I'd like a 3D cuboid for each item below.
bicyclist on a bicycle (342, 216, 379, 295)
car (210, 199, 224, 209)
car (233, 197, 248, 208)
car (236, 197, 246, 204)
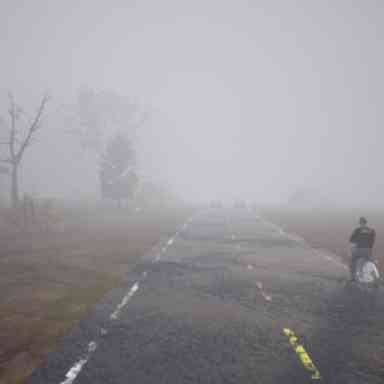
[{"bbox_3d":[4.050,1.455,8.088,0.659,1.776,1.843,1,0,2],"label":"bicyclist on a bicycle"},{"bbox_3d":[3.744,1.733,49.193,2.033,1.411,5.357,1,0,8],"label":"car"},{"bbox_3d":[7.448,1.820,52.526,1.994,1.385,4.181,1,0,8],"label":"car"},{"bbox_3d":[10.544,1.913,71.731,1.994,1.385,4.181,1,0,11],"label":"car"}]
